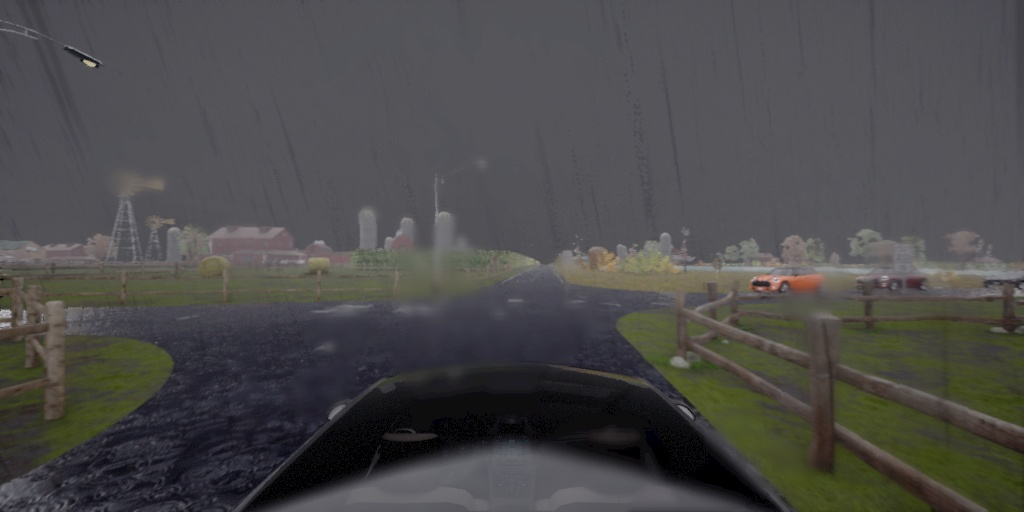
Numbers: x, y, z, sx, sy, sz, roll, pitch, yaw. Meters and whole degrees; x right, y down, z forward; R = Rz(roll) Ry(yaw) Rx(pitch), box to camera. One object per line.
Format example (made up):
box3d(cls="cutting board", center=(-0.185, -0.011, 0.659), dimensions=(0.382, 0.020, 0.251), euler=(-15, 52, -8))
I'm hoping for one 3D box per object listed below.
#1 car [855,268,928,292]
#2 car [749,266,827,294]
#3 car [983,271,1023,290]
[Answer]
box3d(cls="car", center=(27.500, 1.655, 26.062), dimensions=(4.553, 1.767, 2.097), euler=(1, -2, -14))
box3d(cls="car", center=(18.068, 1.543, 23.551), dimensions=(4.553, 1.767, 2.097), euler=(1, -2, -14))
box3d(cls="car", center=(41.474, 1.952, 29.472), dimensions=(5.008, 1.535, 1.882), euler=(1, -2, -13))
